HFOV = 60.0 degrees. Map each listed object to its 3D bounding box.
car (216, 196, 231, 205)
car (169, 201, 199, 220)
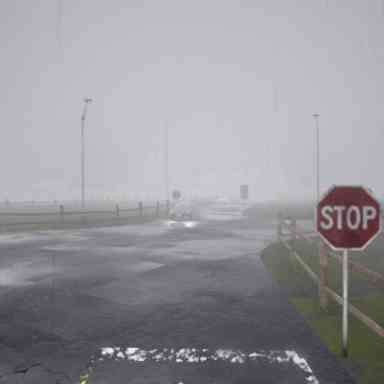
[{"bbox_3d":[5.221,1.406,54.203,1.812,1.442,4.674,0,0,16],"label":"car"},{"bbox_3d":[-0.589,1.497,27.736,1.812,1.442,4.674,0,0,10],"label":"car"}]
